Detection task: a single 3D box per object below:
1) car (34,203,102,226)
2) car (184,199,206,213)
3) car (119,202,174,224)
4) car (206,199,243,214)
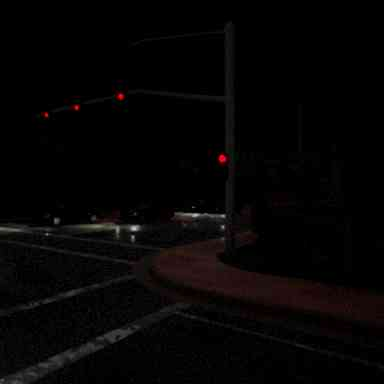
[{"bbox_3d":[-8.950,1.560,24.335,1.882,1.535,5.008,0,0,35],"label":"car"},{"bbox_3d":[1.011,1.589,38.241,1.837,1.490,4.892,0,0,36],"label":"car"},{"bbox_3d":[-3.437,1.547,26.039,1.882,1.535,5.008,0,0,36],"label":"car"},{"bbox_3d":[3.875,1.575,36.229,1.837,1.490,4.892,0,0,36],"label":"car"}]
